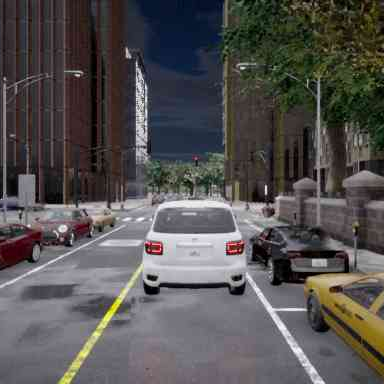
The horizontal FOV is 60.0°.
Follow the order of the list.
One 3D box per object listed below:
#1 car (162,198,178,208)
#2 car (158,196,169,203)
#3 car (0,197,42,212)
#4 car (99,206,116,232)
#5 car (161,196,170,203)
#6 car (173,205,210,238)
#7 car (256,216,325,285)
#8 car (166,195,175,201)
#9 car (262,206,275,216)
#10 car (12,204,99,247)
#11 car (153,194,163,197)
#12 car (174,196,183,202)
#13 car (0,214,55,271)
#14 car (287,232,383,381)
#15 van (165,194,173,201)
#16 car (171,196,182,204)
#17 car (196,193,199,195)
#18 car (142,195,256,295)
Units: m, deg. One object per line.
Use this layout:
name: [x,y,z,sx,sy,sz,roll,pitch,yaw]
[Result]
car: [-3.140,1.574,48.138,1.994,1.385,4.181,0,0,0]
car: [-5.827,1.602,68.448,1.802,1.307,4.206,0,0,0]
car: [-16.406,1.235,31.652,4.674,1.442,1.812,1,0,-2]
car: [-5.783,1.527,19.995,1.752,1.417,4.829,0,0,0]
car: [-5.832,1.548,73.716,1.752,1.417,4.829,0,0,0]
car: [0.006,1.527,18.496,1.812,1.442,4.674,0,0,0]
car: [2.752,1.566,9.261,1.947,1.339,4.313,0,0,0]
car: [-5.847,1.585,90.199,2.008,1.369,4.403,0,0,0]
car: [9.164,1.814,31.690,4.718,1.301,1.895,1,0,0]
car: [-5.778,1.441,14.709,1.967,1.590,4.097,0,0,0]
car: [-5.817,1.329,57.573,2.192,1.841,5.009,0,0,0]
car: [-3.072,1.558,77.346,2.033,1.411,5.357,0,0,0]
car: [-5.773,1.545,9.252,1.887,1.381,4.507,0,0,0]
car: [2.757,1.525,3.975,1.752,1.417,4.829,0,0,0]
van: [-5.842,1.371,84.761,1.690,1.788,3.998,0,0,0]
car: [-3.084,1.583,67.007,1.994,1.385,4.181,0,0,1]
car: [0.038,1.524,67.575,1.837,1.490,4.892,0,0,0]
car: [0.058,1.222,8.851,2.150,2.045,5.566,0,0,0]
